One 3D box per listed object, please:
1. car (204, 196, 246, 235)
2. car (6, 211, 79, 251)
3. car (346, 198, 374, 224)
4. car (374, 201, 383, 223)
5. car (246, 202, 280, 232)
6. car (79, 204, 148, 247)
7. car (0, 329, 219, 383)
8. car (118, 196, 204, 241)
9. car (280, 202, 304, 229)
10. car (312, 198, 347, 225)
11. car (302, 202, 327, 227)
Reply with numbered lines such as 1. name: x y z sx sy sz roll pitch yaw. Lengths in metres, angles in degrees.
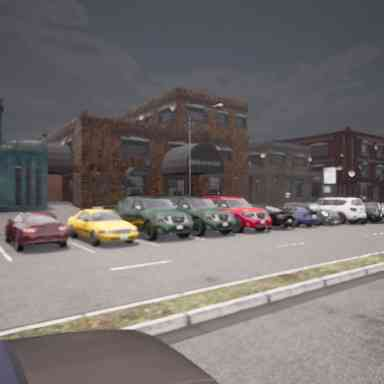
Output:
1. car: 0.058 1.280 18.980 2.435 2.045 5.566 0 0 -36
2. car: -6.652 1.530 14.148 2.002 1.452 4.674 0 0 -36
3. car: 11.177 1.480 27.112 2.435 2.045 5.566 1 -1 -36
4. car: 13.442 1.531 28.684 2.435 2.045 5.566 1 -1 -36
5. car: 2.287 1.310 20.596 2.435 2.045 5.566 1 0 -36
6. car: -4.312 1.494 15.618 1.946 1.575 5.366 0 0 -36
7. car: -2.170 1.548 1.574 5.357 1.411 2.033 0 0 -36
8. car: -2.175 1.261 17.362 2.435 2.045 5.566 0 0 -36
9. car: 4.503 1.593 22.231 2.097 1.535 5.008 1 0 -36
10. car: 8.943 1.555 25.496 2.185 1.767 4.553 1 -1 -36
11. car: 6.710 1.665 23.874 2.163 1.488 4.792 1 -1 -36
